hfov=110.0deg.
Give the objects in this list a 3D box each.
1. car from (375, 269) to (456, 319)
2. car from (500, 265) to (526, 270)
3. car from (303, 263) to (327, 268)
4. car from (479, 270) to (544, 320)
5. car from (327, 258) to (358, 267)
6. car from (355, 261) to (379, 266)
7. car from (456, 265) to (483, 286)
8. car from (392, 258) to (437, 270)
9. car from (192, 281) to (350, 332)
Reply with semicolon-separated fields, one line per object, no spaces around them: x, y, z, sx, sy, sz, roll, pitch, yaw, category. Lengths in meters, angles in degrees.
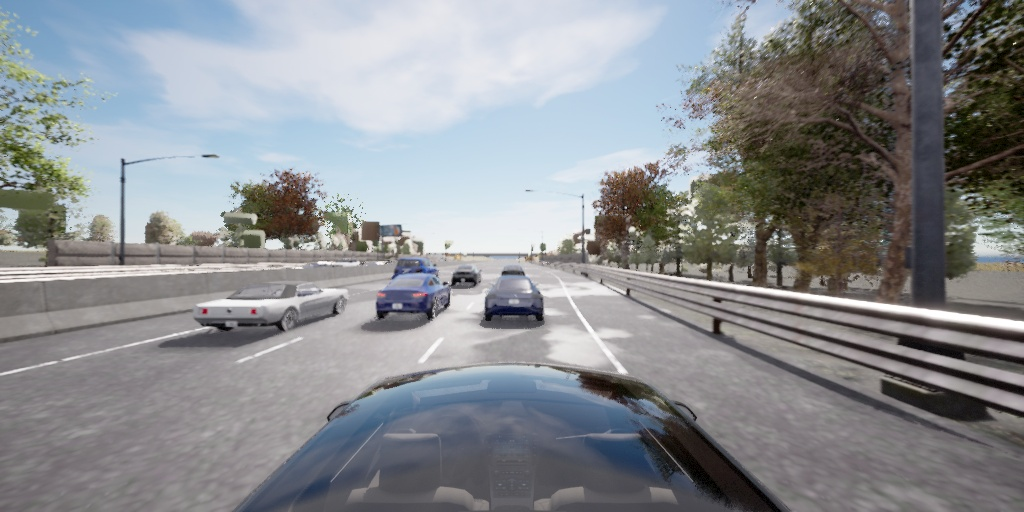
-3.425;1.356;13.057;1.812;1.442;4.674;0;0;0;car
0.080;1.427;29.068;1.882;1.535;5.008;0;0;0;car
-28.041;1.680;51.944;2.033;1.411;5.357;0;0;1;car
0.076;1.395;13.095;1.994;1.385;4.181;0;0;0;car
-24.544;1.363;53.166;2.150;2.045;5.566;0;0;1;car
-21.047;1.671;53.381;1.812;1.442;4.674;0;0;0;car
-3.426;1.445;27.616;1.837;1.490;4.892;0;0;0;car
-6.934;1.153;26.388;2.150;2.045;5.566;0;0;0;car
-6.936;1.417;11.120;1.895;1.301;4.718;0;0;0;car
